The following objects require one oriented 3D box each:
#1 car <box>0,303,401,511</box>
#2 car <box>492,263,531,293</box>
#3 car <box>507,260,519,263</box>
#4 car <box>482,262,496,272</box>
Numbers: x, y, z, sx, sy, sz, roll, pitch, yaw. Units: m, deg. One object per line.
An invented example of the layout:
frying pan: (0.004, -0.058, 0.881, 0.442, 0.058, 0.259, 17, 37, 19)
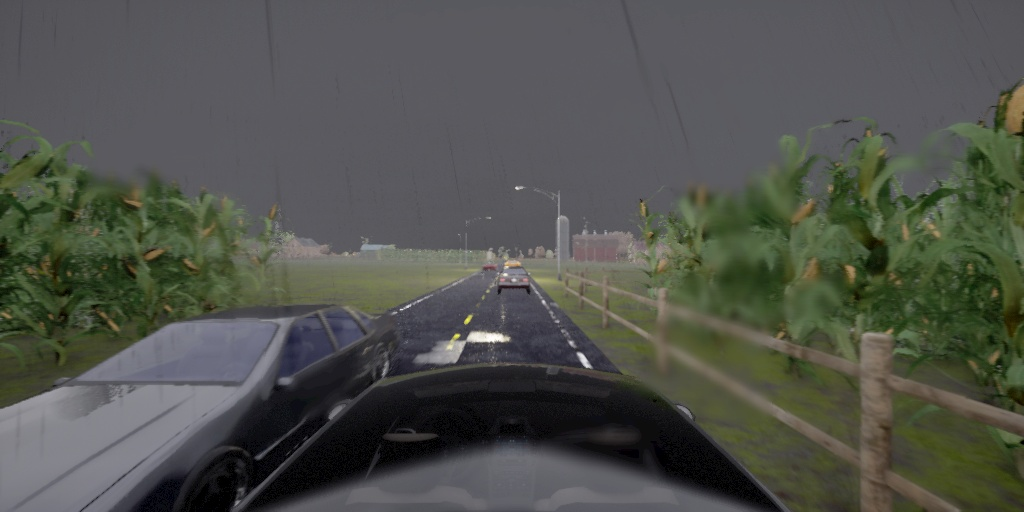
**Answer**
car: (-2.850, 1.298, 4.052, 2.033, 1.411, 5.357, 0, 0, 0)
car: (0.105, 1.305, 20.887, 2.033, 1.411, 5.357, 0, 0, 0)
car: (0.107, 1.261, 43.632, 1.882, 1.535, 5.008, 0, 0, 0)
car: (-2.822, 1.388, 46.139, 1.895, 1.301, 4.718, 0, 0, 0)
